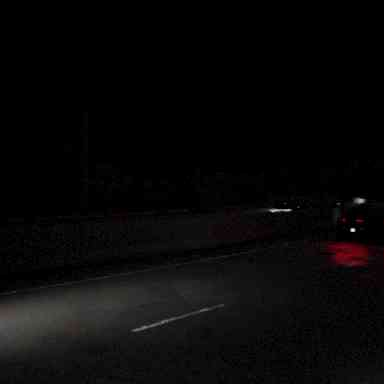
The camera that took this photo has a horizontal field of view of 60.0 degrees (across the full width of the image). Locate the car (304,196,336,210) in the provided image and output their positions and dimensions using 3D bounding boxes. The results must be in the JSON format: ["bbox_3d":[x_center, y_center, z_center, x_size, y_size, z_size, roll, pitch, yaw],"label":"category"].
[{"bbox_3d":[12.948,1.478,32.824,1.882,1.535,5.008,0,0,35],"label":"car"}]

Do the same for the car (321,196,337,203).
[{"bbox_3d":[28.742,1.524,70.107,2.128,1.511,4.902,0,0,10],"label":"car"}]

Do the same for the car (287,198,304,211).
[{"bbox_3d":[13.128,1.564,39.461,1.994,1.385,4.181,0,0,31],"label":"car"}]

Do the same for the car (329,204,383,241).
[{"bbox_3d":[8.916,1.501,16.673,1.837,1.490,4.892,0,-1,44],"label":"car"}]

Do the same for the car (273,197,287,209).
[{"bbox_3d":[12.400,1.478,45.148,1.882,1.535,5.008,0,0,28],"label":"car"}]
